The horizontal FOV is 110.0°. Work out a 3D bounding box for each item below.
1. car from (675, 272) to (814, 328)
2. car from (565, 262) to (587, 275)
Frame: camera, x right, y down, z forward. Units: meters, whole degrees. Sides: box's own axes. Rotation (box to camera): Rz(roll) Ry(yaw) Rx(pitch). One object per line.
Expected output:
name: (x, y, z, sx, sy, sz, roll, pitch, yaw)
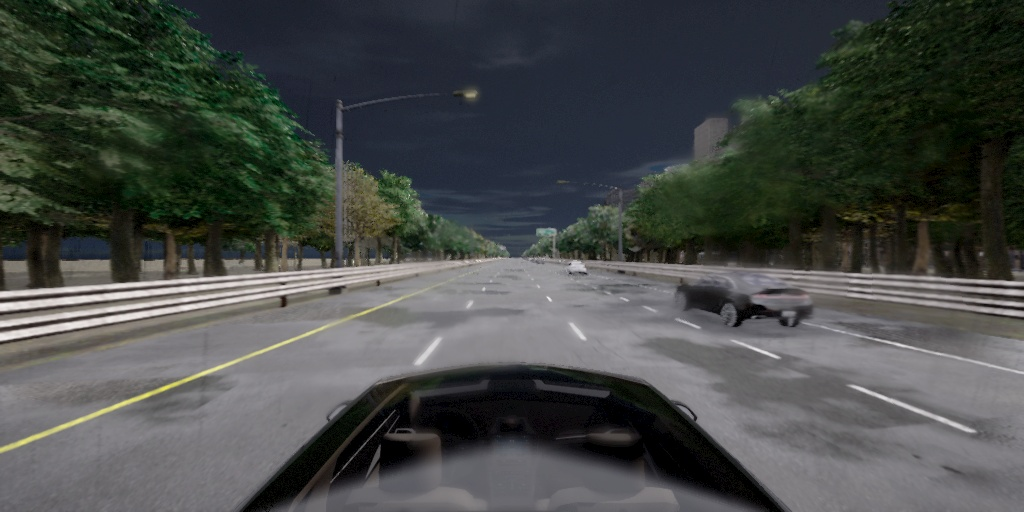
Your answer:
car: (7.003, 1.260, 11.482, 2.128, 1.511, 4.902, 0, 0, 0)
car: (7.079, 1.358, 40.102, 1.812, 1.442, 4.674, 0, 0, 0)
